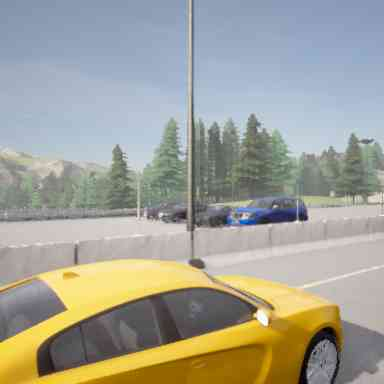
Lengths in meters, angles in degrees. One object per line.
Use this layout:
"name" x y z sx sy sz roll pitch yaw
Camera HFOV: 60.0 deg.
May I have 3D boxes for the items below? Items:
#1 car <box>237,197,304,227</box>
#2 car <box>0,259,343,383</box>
"car" 4.741 1.313 20.152 5.566 2.045 2.150 0 0 -36
"car" -0.421 1.480 3.447 5.008 1.535 1.882 0 0 -36
